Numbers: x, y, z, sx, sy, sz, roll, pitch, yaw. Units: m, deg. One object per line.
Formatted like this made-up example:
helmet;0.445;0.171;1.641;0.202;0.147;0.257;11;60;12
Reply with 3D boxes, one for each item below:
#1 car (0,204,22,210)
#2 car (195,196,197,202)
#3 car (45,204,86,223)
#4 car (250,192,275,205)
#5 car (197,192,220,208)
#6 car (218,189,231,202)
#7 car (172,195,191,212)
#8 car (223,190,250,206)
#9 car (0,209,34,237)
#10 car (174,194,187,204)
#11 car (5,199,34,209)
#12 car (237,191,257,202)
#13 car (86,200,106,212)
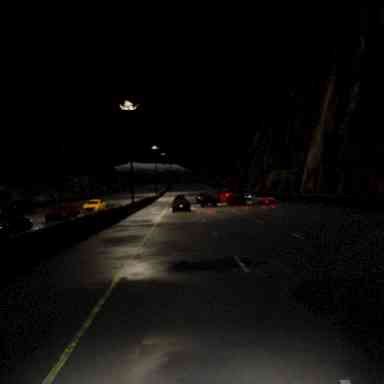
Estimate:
car;-18.689;2.242;31.395;2.033;1.411;5.357;-3;1;-2
car;1.630;0.952;52.396;1.837;1.490;4.892;-3;1;-2
car;-11.647;1.860;30.277;1.882;1.535;5.008;-3;1;-2
car;8.991;0.875;42.470;1.895;1.301;4.718;-3;1;-2
car;2.015;1.110;41.772;1.837;1.490;4.892;-3;1;-2
car;5.114;0.508;52.346;2.150;2.045;5.566;-3;1;-2
car;-1.177;1.394;36.186;1.994;1.385;4.181;-3;1;-2
car;5.508;0.920;41.899;1.882;1.535;5.008;-3;1;-2
car;-11.287;2.016;20.020;1.994;1.385;4.181;-3;0;-3
car;-1.899;1.111;55.626;1.994;1.385;4.181;-3;1;-2
car;-22.556;1.940;43.180;2.150;2.045;5.566;-3;0;-2
car;8.624;0.672;52.435;2.033;1.411;5.357;-3;1;-2
car;-11.999;1.737;41.140;1.882;1.535;5.008;-3;1;-2
